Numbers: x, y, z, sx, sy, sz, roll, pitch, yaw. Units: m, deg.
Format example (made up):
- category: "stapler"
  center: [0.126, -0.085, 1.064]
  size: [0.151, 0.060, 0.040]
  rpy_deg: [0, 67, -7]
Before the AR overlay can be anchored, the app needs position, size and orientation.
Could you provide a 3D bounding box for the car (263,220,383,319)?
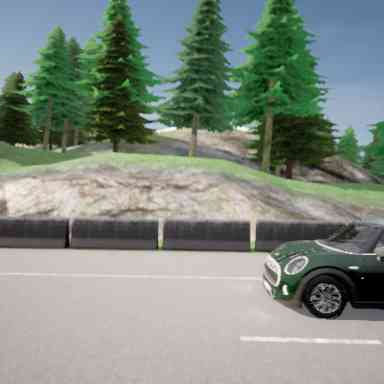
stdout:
- category: "car"
  center: [3.812, 1.361, 6.794]
  size: [4.553, 1.767, 2.097]
  rpy_deg: [1, 0, 2]
